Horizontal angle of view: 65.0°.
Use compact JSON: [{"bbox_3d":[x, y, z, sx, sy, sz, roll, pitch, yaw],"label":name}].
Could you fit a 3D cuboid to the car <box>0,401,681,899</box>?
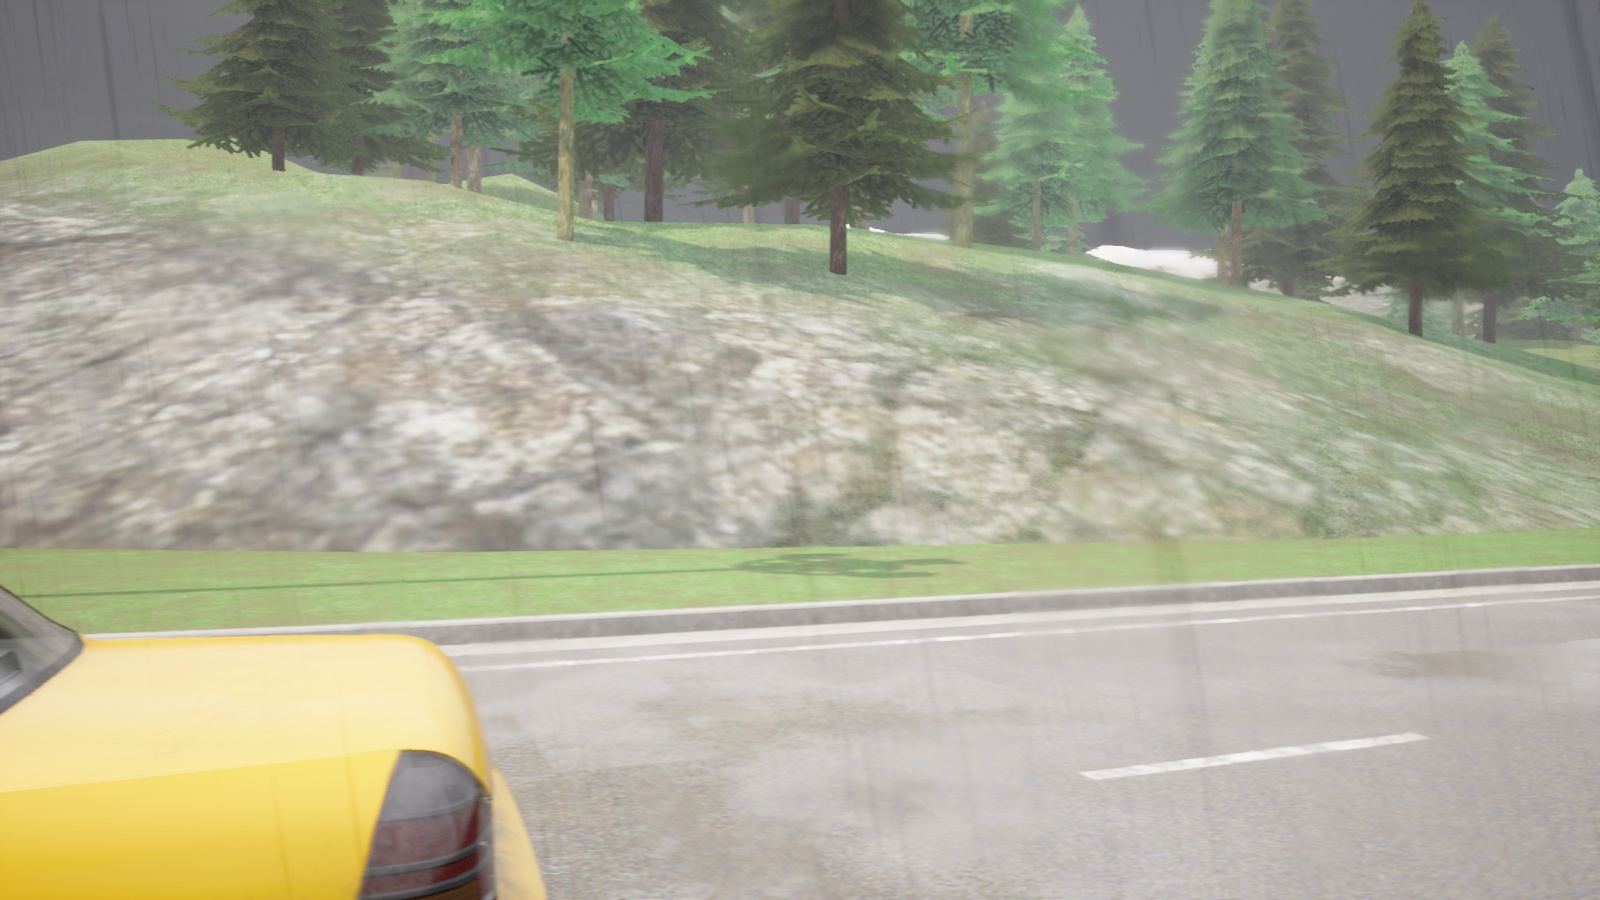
[{"bbox_3d":[-3.031,0.738,2.118,5.366,1.575,1.801,-1,1,-19],"label":"car"}]
